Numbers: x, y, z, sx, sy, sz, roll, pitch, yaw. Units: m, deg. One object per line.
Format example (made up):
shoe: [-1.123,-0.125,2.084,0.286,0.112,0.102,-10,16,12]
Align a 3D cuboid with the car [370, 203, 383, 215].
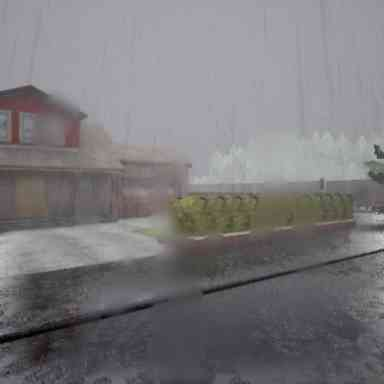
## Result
car: [17.040,1.218,27.103,1.812,1.442,4.674,0,0,-34]
